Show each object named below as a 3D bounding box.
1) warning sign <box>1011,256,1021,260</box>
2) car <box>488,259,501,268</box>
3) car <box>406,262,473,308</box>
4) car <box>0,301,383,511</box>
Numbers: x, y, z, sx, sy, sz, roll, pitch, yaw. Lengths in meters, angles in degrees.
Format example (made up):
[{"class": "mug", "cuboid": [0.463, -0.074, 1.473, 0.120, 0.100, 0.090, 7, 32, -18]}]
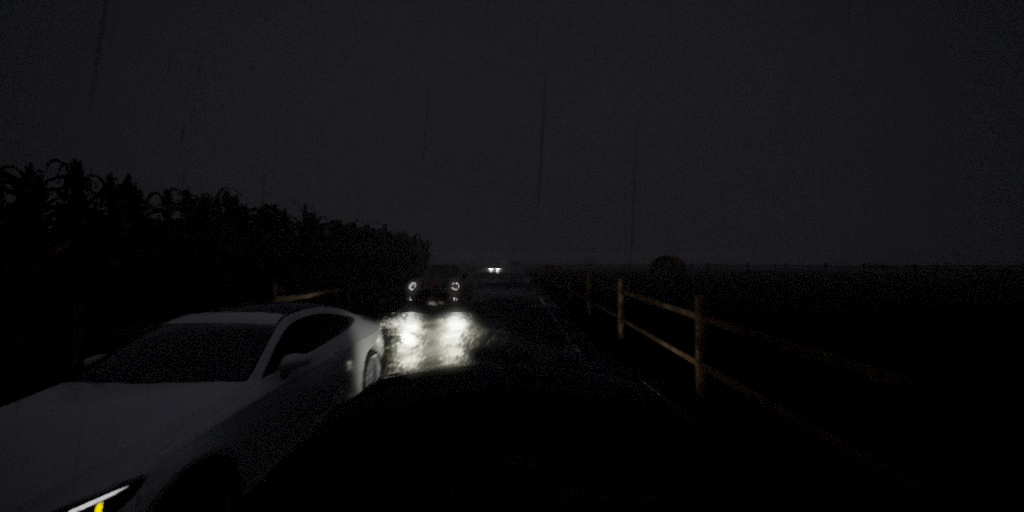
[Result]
[{"class": "warning sign", "cuboid": [2.456, 0.863, 1.131, 1.300, 1.860, 1.060, 0, 0, 0]}, {"class": "car", "cuboid": [-2.941, 1.237, 60.582, 2.128, 1.511, 4.902, 0, 0, 1]}, {"class": "car", "cuboid": [-2.869, 1.106, 15.084, 2.097, 1.767, 4.553, 0, 0, 0]}, {"class": "car", "cuboid": [-2.850, 1.279, 3.771, 1.812, 1.442, 4.674, 0, 0, 0]}]
